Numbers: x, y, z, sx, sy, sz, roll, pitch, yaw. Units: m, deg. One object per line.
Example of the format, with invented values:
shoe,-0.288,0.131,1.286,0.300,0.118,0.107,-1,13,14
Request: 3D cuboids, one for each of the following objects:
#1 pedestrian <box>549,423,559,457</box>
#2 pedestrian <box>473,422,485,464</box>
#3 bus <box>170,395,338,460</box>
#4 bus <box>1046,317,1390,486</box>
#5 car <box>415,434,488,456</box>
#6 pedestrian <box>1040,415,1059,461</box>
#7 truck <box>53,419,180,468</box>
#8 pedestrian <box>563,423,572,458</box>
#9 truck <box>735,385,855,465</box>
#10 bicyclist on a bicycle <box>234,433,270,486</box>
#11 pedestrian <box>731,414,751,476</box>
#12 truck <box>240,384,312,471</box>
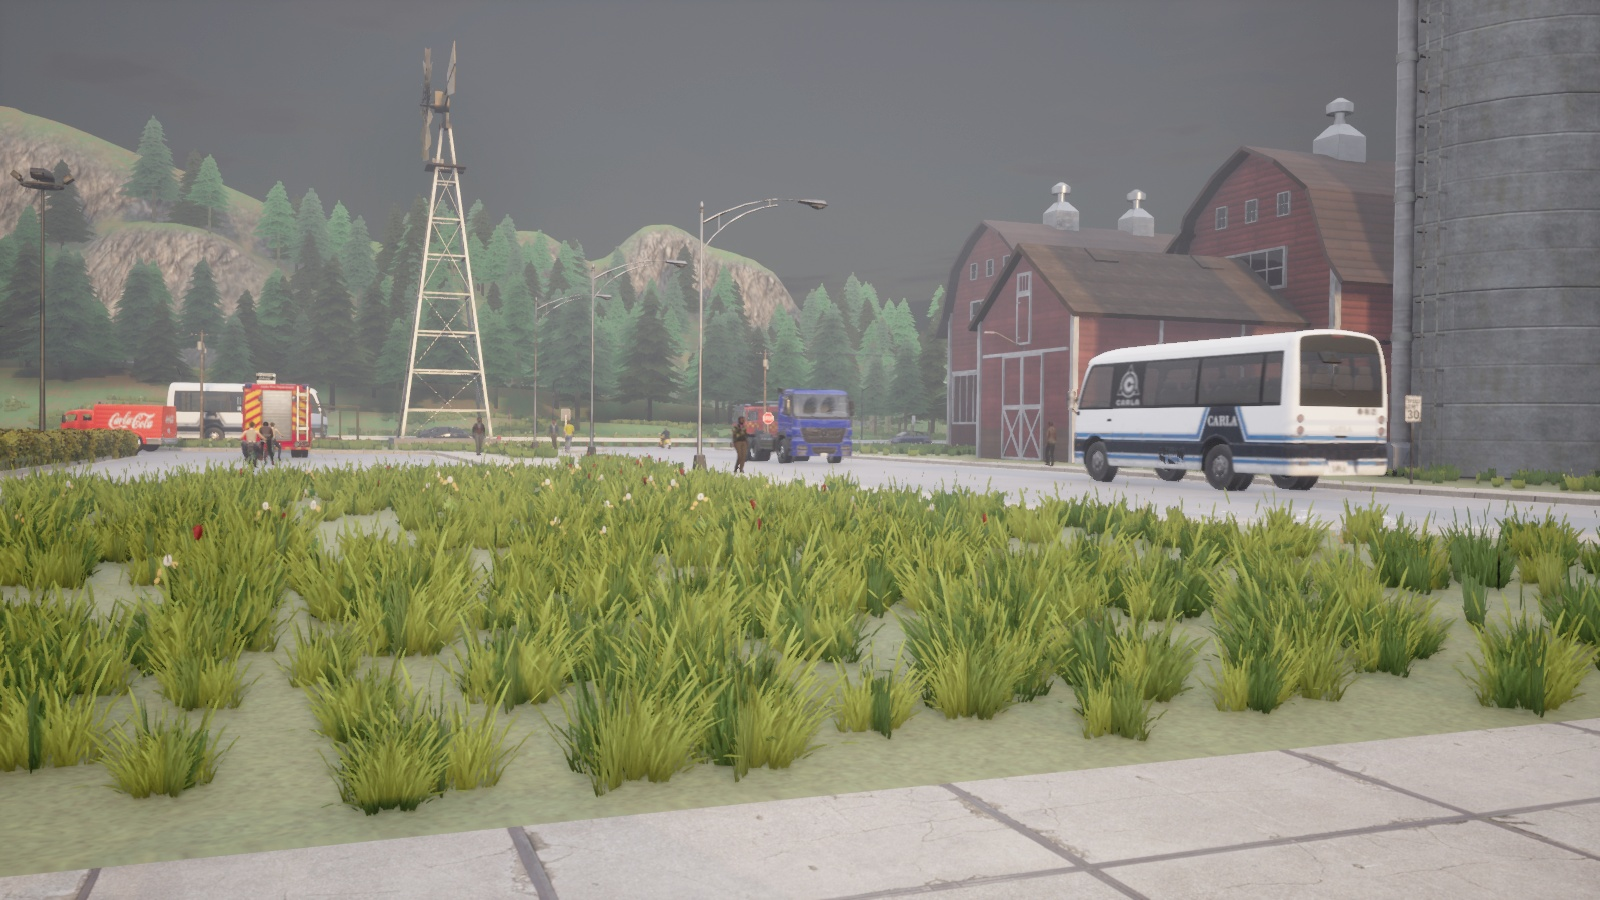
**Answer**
pedestrian,-14.029,-0.562,71.646,0.423,1.949,0.788,-1,1,0
pedestrian,-14.965,-0.341,58.528,0.402,1.930,0.666,-1,1,-25
bus,-37.190,-1.576,86.020,10.273,4.253,3.944,-1,1,-20
bus,11.773,-1.310,37.044,3.944,4.253,10.273,-1,1,-21
car,-25.125,-0.399,90.510,4.892,1.490,1.837,-1,1,-20
pedestrian,10.039,-0.479,50.531,0.328,1.805,0.869,-1,1,-22
truck,-35.698,-0.372,65.714,5.204,2.467,2.627,-1,1,-8
pedestrian,-12.347,-0.498,66.614,0.354,1.836,0.706,-1,1,-17
truck,-0.379,-1.133,58.527,2.891,3.462,7.936,-1,1,-21
bicyclist on a bicycle,-16.994,0.284,38.993,0.866,1.612,1.509,-1,1,-18
pedestrian,-1.830,-0.163,39.061,0.395,1.930,0.692,-1,1,-22
truck,-25.143,-1.072,60.023,2.891,3.827,8.468,-1,1,-24
